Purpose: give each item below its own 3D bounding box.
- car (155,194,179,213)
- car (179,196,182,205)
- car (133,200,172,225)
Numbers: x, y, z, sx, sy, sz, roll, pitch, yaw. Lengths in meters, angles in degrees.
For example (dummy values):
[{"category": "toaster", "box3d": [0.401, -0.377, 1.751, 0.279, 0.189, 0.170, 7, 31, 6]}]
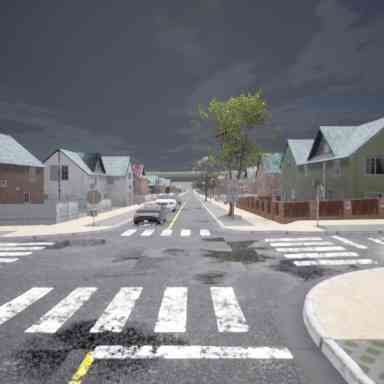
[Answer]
[{"category": "car", "box3d": [-2.899, 1.198, 37.280, 2.150, 2.045, 5.566, 0, 0, 0]}, {"category": "car", "box3d": [-2.865, 1.313, 56.311, 2.097, 1.767, 4.553, 0, 0, 0]}, {"category": "car", "box3d": [-2.919, 1.532, 24.229, 2.033, 1.411, 5.357, 0, 0, 2]}]
